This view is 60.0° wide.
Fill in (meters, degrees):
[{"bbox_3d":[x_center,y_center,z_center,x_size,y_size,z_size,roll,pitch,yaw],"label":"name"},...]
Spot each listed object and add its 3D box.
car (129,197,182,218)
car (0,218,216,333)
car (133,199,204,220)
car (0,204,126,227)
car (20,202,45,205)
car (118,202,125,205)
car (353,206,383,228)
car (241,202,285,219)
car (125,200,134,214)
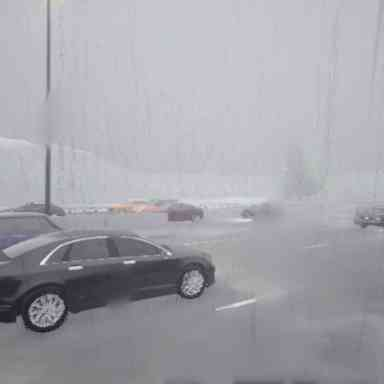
[{"bbox_3d":[-3.450,1.414,31.504,4.553,1.767,2.097,0,0,-36],"label":"car"},{"bbox_3d":[-1.699,1.510,6.835,4.892,1.490,1.837,1,0,-35],"label":"car"},{"bbox_3d":[-1.418,1.514,24.387,5.008,1.535,1.882,1,0,-35],"label":"car"},{"bbox_3d":[-4.444,1.354,9.178,4.553,1.767,2.097,0,0,-35],"label":"car"},{"bbox_3d":[-12.255,1.512,25.338,4.892,1.490,1.837,1,-1,-35],"label":"car"},{"bbox_3d":[-6.005,1.516,33.988,5.008,1.535,1.882,1,0,-35],"label":"car"},{"bbox_3d":[12.535,1.621,21.357,5.357,1.411,2.033,0,0,-35],"label":"car"},{"bbox_3d":[6.451,1.633,29.969,4.181,1.385,1.994,0,0,-36],"label":"car"},{"bbox_3d":[-2.817,1.389,27.679,4.553,1.767,2.097,0,0,-35],"label":"car"}]
